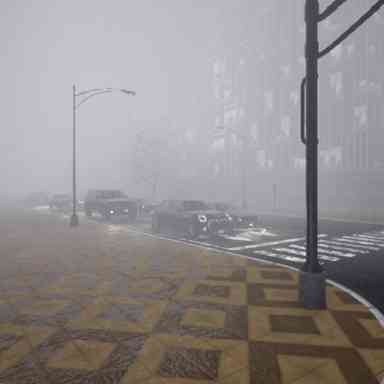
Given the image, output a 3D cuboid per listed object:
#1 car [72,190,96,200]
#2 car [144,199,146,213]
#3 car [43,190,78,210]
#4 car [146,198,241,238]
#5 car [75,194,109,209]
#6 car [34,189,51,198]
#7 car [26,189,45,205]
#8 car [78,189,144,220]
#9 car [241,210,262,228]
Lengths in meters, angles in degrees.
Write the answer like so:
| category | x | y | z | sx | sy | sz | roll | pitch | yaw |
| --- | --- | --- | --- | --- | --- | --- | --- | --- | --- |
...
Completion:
| category | x | y | z | sx | sy | sz | roll | pitch | yaw |
| --- | --- | --- | --- | --- | --- | --- | --- | --- | --- |
| car | -18.040 | 0.483 | 55.368 | 2.128 | 1.511 | 4.902 | 0 | 1 | -38 |
| car | -4.406 | 1.164 | 27.196 | 1.895 | 1.301 | 4.718 | 0 | 1 | -38 |
| car | -12.378 | 0.898 | 32.073 | 2.128 | 1.511 | 4.902 | 0 | 1 | -38 |
| car | -0.087 | 1.122 | 16.484 | 2.097 | 1.767 | 4.553 | 0 | 1 | -38 |
| car | -10.614 | 0.943 | 35.091 | 1.994 | 1.385 | 4.181 | 0 | 1 | -38 |
| car | -28.622 | 0.233 | 63.581 | 1.882 | 1.535 | 5.008 | 0 | 1 | -38 |
| car | -18.750 | 0.708 | 40.246 | 2.128 | 1.511 | 4.902 | 0 | 1 | -37 |
| car | -5.991 | 0.817 | 23.958 | 2.150 | 2.045 | 5.566 | 0 | 1 | -38 |
| car | 1.573 | 1.286 | 19.679 | 2.033 | 1.411 | 5.357 | 0 | 1 | -36 |
